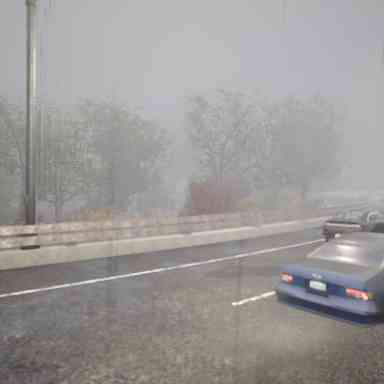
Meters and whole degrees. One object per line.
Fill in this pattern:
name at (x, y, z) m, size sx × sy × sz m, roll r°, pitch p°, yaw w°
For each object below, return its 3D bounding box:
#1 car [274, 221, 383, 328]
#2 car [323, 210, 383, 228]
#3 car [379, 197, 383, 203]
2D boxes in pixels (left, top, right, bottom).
car at (3.978, 1.585, 7.041) m, size 5.357 × 1.411 × 2.033 m, roll 0°, pitch 0°, yaw -40°
car at (7.743, 1.572, 15.173) m, size 4.902 × 1.511 × 2.128 m, roll 0°, pitch 0°, yaw -43°
car at (46.880, 1.976, 80.404) m, size 1.994 × 1.385 × 4.181 m, roll 0°, pitch 0°, yaw 6°
